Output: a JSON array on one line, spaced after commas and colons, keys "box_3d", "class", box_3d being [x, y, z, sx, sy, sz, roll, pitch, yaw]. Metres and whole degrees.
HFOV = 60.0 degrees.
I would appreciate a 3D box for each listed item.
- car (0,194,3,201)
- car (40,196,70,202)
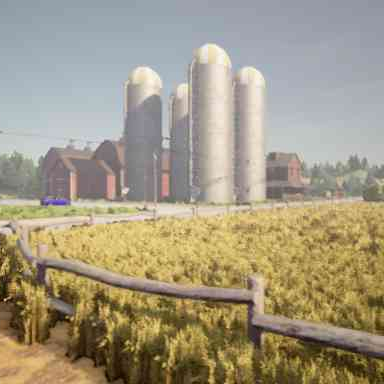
[{"box_3d": [-40.453, 1.283, 67.373, 1.905, 1.878, 3.866, 0, 0, 38], "class": "car"}, {"box_3d": [-21.446, 1.460, 52.384, 2.242, 1.667, 4.611, 0, 0, 38], "class": "car"}]
